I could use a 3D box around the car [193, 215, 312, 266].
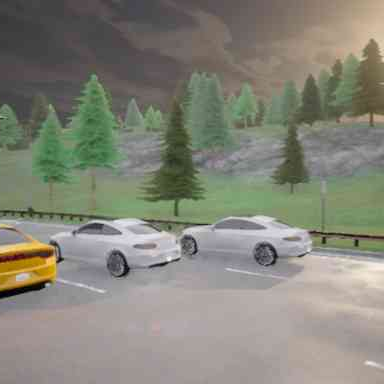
[{"bbox_3d":[1.654,1.505,11.407,4.674,1.442,1.812,0,0,35],"label":"car"}]

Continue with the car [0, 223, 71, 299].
[{"bbox_3d":[-5.200,1.444,7.698,5.008,1.535,1.882,0,0,35],"label":"car"}]

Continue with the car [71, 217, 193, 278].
[{"bbox_3d":[-2.478,1.495,10.055,4.674,1.442,1.812,0,0,35],"label":"car"}]
